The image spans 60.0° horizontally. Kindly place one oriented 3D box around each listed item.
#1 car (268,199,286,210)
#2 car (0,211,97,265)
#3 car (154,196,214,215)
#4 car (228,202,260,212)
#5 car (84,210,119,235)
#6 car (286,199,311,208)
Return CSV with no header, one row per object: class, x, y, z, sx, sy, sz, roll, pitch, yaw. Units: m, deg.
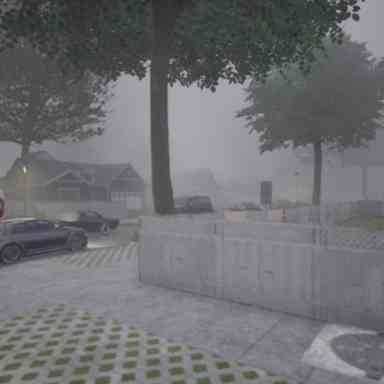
car,11.136,1.654,41.807,2.128,1.511,4.902,1,0,35
car,-5.871,1.626,12.243,1.994,1.385,4.181,0,0,29
car,-0.465,1.309,25.233,2.150,2.045,5.566,1,0,35
car,5.309,1.689,33.530,1.994,1.385,4.181,1,0,34
car,-6.112,1.650,17.173,1.895,1.301,4.718,1,0,35
car,13.122,1.751,39.575,1.994,1.385,4.181,1,0,35
